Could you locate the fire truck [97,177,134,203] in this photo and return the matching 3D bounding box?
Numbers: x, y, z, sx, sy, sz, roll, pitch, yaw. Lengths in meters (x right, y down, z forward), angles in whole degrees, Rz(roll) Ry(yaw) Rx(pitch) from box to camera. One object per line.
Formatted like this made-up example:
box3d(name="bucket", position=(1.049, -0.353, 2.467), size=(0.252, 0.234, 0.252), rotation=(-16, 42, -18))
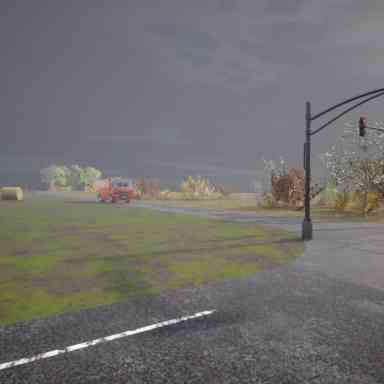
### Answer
box3d(name="fire truck", position=(-11.715, -0.354, 50.059), size=(2.891, 3.827, 8.468), rotation=(1, 0, -32))
